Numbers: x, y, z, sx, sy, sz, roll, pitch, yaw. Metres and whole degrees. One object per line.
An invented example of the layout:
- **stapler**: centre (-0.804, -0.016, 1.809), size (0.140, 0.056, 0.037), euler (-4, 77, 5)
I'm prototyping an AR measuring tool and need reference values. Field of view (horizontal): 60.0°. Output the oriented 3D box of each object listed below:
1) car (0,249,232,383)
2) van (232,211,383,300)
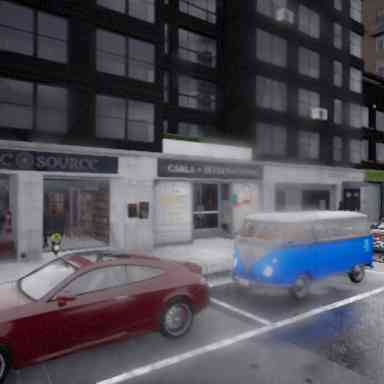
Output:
- **car**: centre (-1.610, 1.589, 5.040), size (4.206, 1.307, 1.802), euler (0, 0, -35)
- **van**: centre (2.800, 1.373, 8.180), size (3.998, 1.788, 1.690), euler (0, 0, -35)
